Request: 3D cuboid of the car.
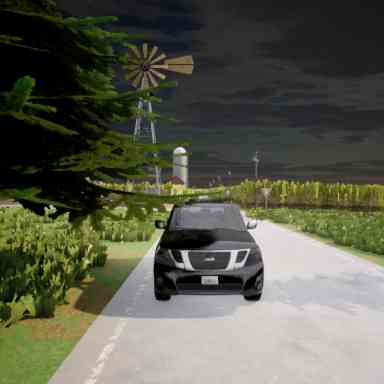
[{"bbox_3d":[0.334,1.221,8.691,2.150,2.045,5.566,0,0,0],"label":"car"}]
